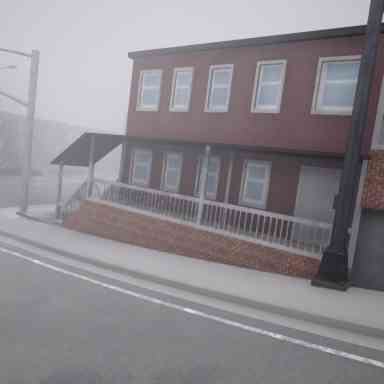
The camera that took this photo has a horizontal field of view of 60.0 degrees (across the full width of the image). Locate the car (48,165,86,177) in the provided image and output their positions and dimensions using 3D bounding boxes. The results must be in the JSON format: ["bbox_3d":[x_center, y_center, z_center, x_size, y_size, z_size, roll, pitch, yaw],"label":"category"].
[{"bbox_3d":[-15.481,-2.730,41.125,2.128,1.511,4.902,11,6,36],"label":"car"}]

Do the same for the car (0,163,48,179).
[{"bbox_3d":[-17.448,-2.146,32.499,2.033,1.411,5.357,11,6,37],"label":"car"}]
